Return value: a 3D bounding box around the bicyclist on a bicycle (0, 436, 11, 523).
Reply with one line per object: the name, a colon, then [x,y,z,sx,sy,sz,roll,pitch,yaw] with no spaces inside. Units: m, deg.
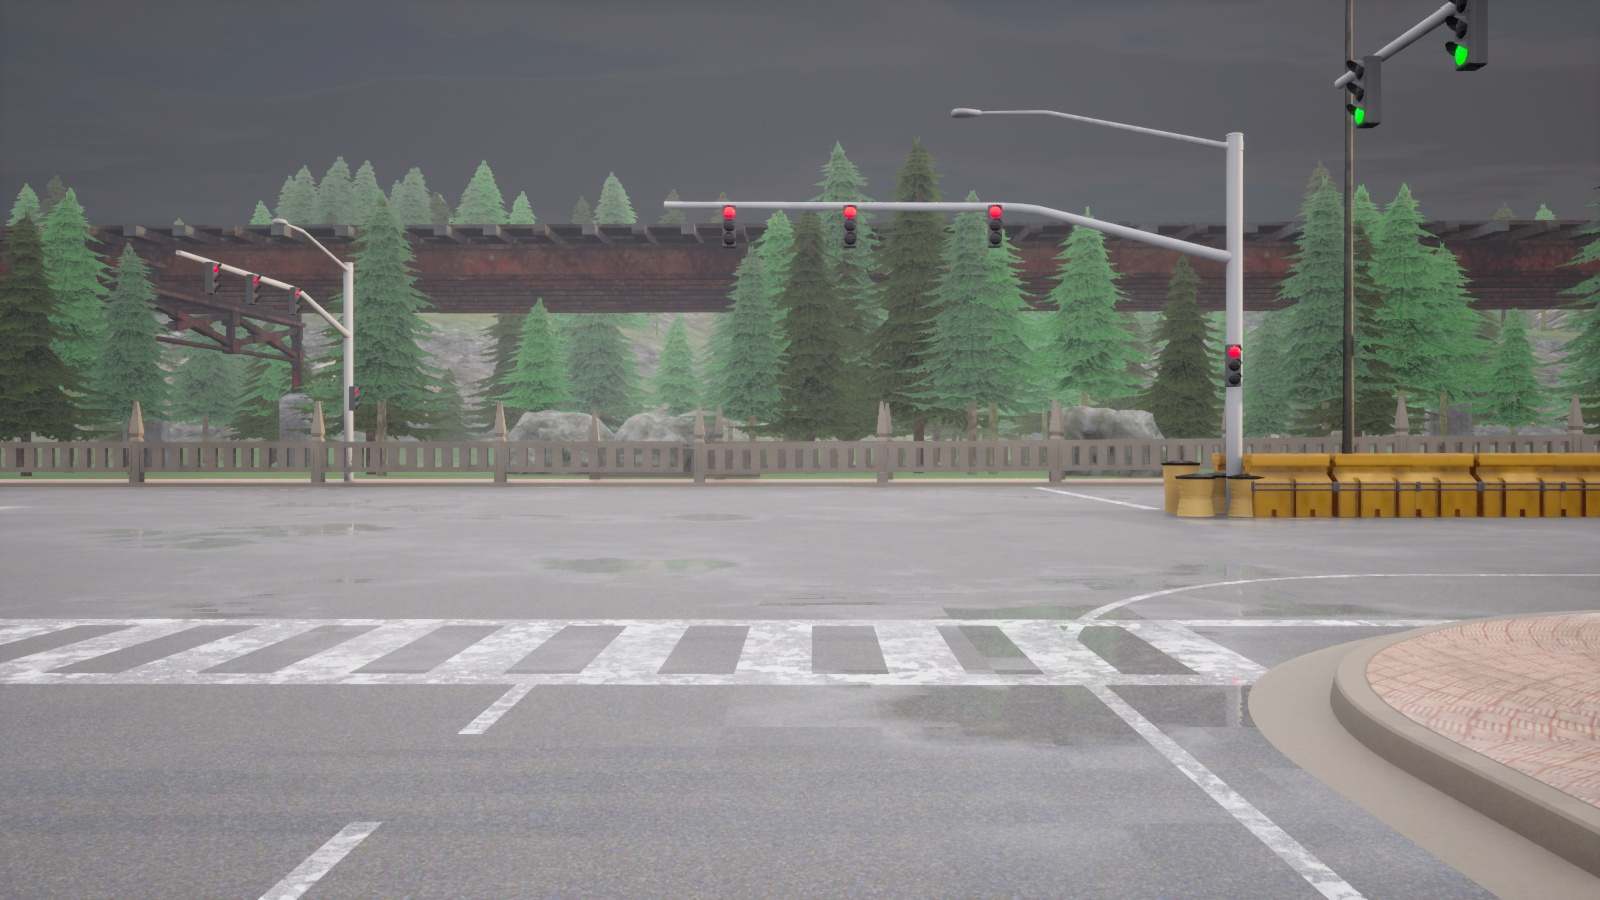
bicyclist on a bicycle: [-15.543,0.540,23.099,1.509,1.612,0.866,0,0,0]
